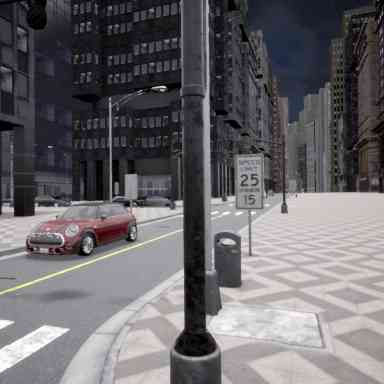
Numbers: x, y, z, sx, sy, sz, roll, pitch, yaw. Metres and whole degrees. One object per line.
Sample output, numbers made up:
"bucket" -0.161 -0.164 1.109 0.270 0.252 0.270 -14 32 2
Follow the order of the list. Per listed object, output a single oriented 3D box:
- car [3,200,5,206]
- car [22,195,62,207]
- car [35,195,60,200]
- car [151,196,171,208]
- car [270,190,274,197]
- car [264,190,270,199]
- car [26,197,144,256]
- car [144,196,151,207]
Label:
"car" -26.574 1.090 43.117 4.553 1.767 2.097 -1 0 19
"car" -19.995 1.205 44.225 4.892 1.490 1.837 0 0 19
"car" -16.787 1.151 39.757 4.892 1.490 1.837 -1 0 19
"car" -4.513 1.112 38.982 4.181 1.385 1.994 -1 0 17
"car" 17.497 0.280 75.207 1.837 1.490 4.892 -1 1 19
"car" 12.558 0.536 60.880 1.812 1.442 4.674 -1 1 19
"car" -3.918 1.208 12.530 2.097 1.767 4.553 -1 1 19
"car" -7.281 1.154 36.496 4.718 1.301 1.895 -1 0 19
